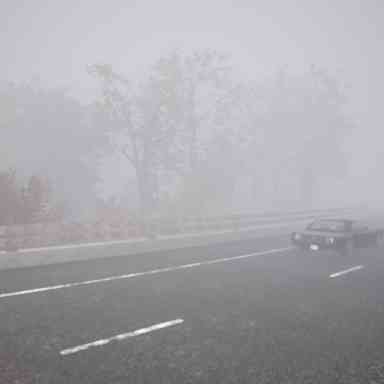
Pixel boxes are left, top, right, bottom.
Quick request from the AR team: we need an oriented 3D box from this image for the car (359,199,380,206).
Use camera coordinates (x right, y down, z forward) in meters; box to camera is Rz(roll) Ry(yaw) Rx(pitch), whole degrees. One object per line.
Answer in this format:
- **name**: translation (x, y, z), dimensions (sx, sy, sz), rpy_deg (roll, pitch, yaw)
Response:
- **car**: translation (38.891, 2.272, 73.867), dimensions (2.033, 1.411, 5.357), rpy_deg (0, 0, 7)

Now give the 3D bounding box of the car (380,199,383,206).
- **car**: translation (42.341, 2.241, 73.280), dimensions (1.837, 1.490, 4.892), rpy_deg (0, 0, 7)

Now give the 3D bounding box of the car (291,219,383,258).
- **car**: translation (6.073, 1.735, 13.518), dimensions (4.718, 1.301, 1.895), rpy_deg (1, -1, -42)
